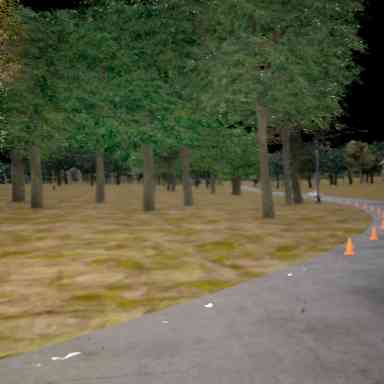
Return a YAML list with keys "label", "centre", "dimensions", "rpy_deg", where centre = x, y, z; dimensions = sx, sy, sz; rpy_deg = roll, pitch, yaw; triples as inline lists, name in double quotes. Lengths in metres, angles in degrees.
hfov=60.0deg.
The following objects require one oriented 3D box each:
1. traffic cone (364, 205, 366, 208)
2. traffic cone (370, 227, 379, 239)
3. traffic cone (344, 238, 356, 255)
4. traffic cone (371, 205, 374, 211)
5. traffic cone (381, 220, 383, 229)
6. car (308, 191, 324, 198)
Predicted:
- label: "traffic cone"
  centre: [21.853, 1.715, 42.007]
  dimensions: [0.340, 0.580, 0.340]
  rpy_deg: [-2, 0, 17]
- label: "traffic cone"
  centre: [8.837, 1.978, 16.148]
  dimensions: [0.340, 0.580, 0.340]
  rpy_deg: [-2, -1, 36]
- label: "traffic cone"
  centre: [5.846, 1.991, 12.328]
  dimensions: [0.340, 0.580, 0.340]
  rpy_deg: [-1, -1, 40]
- label: "traffic cone"
  centre: [20.307, 1.785, 37.414]
  dimensions: [0.340, 0.580, 0.340]
  rpy_deg: [-2, 0, 20]
- label: "traffic cone"
  centre: [11.607, 1.962, 20.128]
  dimensions: [0.340, 0.580, 0.340]
  rpy_deg: [-2, -1, 33]
- label: "car"
  centre: [27.342, 0.595, 73.496]
  dimensions: [1.812, 1.442, 4.674]
  rpy_deg: [-3, 1, -6]
